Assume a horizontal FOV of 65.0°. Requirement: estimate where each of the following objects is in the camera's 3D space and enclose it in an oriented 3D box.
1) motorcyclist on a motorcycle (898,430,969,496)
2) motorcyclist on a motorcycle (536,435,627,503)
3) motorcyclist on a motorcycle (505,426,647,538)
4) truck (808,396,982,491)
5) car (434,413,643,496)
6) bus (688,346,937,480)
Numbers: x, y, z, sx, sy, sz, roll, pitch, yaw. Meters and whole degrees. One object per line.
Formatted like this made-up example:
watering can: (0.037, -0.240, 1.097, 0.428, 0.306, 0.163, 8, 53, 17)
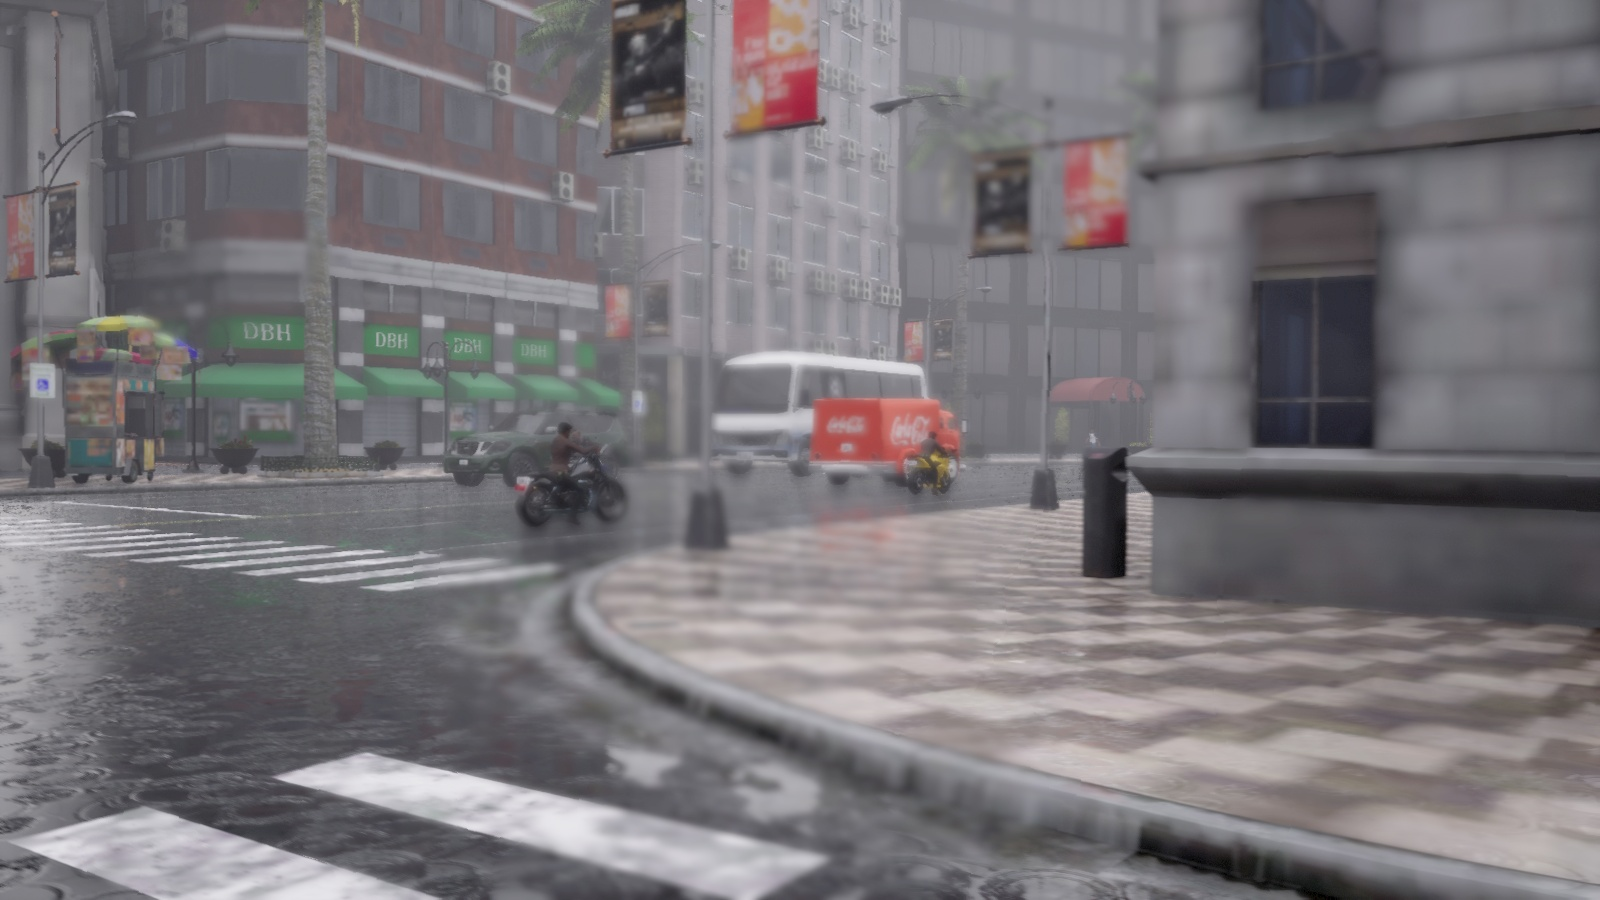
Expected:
motorcyclist on a motorcycle: (3.203, 0.280, 29.968, 0.797, 1.523, 2.044, 0, 1, 34)
motorcyclist on a motorcycle: (-5.183, 0.421, 29.932, 0.866, 1.530, 2.191, 0, 1, 34)
motorcyclist on a motorcycle: (-3.479, 0.455, 19.729, 0.766, 1.649, 2.350, 0, 1, 34)
truck: (2.797, -0.243, 35.625, 2.627, 2.467, 5.204, 0, 2, 34)
car: (-6.868, 0.077, 33.670, 2.150, 2.045, 5.566, 0, 1, 33)
bus: (0.773, -1.246, 45.019, 3.944, 4.253, 10.273, 0, 1, 34)
